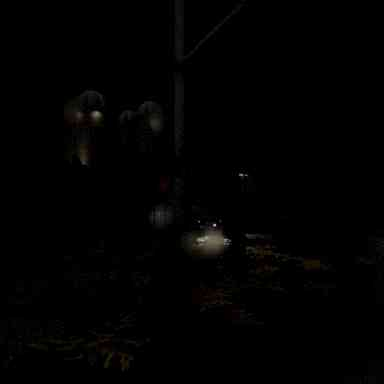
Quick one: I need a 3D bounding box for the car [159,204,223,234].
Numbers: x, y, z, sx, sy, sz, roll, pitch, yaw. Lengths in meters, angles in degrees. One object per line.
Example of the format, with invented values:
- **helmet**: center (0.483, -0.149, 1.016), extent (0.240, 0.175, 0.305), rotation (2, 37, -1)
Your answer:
- **car**: center (-0.199, 1.505, 19.565), extent (1.837, 1.490, 4.892), rotation (0, 0, -35)
